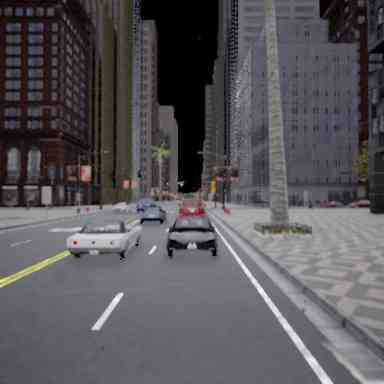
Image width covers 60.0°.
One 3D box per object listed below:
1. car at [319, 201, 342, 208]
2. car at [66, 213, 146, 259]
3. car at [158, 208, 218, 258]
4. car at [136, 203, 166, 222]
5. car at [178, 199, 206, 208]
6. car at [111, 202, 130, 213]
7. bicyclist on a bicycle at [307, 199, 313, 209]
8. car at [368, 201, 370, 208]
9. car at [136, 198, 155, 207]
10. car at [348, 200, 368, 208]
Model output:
[{"bbox_3d":[26.479,2.455,63.592,4.206,1.307,1.802,0,-1,-1],"label":"car"},{"bbox_3d":[-3.231,1.746,13.271,1.895,1.301,4.718,0,-1,0],"label":"car"},{"bbox_3d":[0.023,1.640,13.518,2.128,1.511,4.902,0,-1,0],"label":"car"},{"bbox_3d":[-3.219,1.906,28.591,1.994,1.385,4.181,0,-1,0],"label":"car"},{"bbox_3d":[0.016,1.553,27.606,2.150,2.045,5.566,0,0,0],"label":"car"},{"bbox_3d":[-9.761,2.150,46.050,1.812,1.442,4.674,0,-1,1],"label":"car"},{"bbox_3d":[18.406,1.906,51.989,0.582,1.620,1.656,0,-2,-1],"label":"bicyclist on a bicycle"},{"bbox_3d":[32.243,2.208,55.157,4.313,1.339,1.947,0,-1,-1],"label":"car"},{"bbox_3d":[-6.496,1.876,47.401,2.150,2.045,5.566,0,-1,0],"label":"car"},{"bbox_3d":[32.117,2.298,63.681,4.097,1.590,1.967,0,-1,-1],"label":"car"}]
